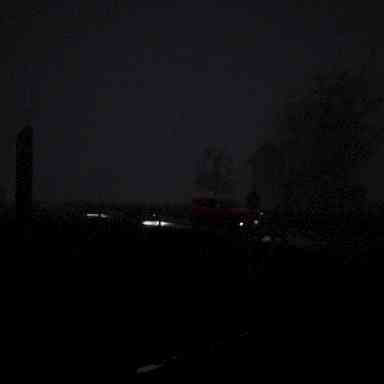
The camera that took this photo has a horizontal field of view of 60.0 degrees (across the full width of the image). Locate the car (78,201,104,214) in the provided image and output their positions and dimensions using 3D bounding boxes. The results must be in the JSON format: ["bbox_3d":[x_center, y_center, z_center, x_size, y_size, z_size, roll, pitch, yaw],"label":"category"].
[{"bbox_3d":[-12.327,1.852,40.401,1.837,1.490,4.892,1,0,-36],"label":"car"}]

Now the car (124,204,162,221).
[{"bbox_3d":[-4.343,1.789,29.375,1.994,1.385,4.181,1,-1,-36],"label":"car"}]

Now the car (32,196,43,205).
[{"bbox_3d":[-36.570,2.249,78.589,1.837,1.490,4.892,1,-1,-36],"label":"car"}]

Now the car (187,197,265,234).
[{"bbox_3d":[1.936,1.347,20.758,2.150,2.045,5.566,1,-1,-36],"label":"car"}]
